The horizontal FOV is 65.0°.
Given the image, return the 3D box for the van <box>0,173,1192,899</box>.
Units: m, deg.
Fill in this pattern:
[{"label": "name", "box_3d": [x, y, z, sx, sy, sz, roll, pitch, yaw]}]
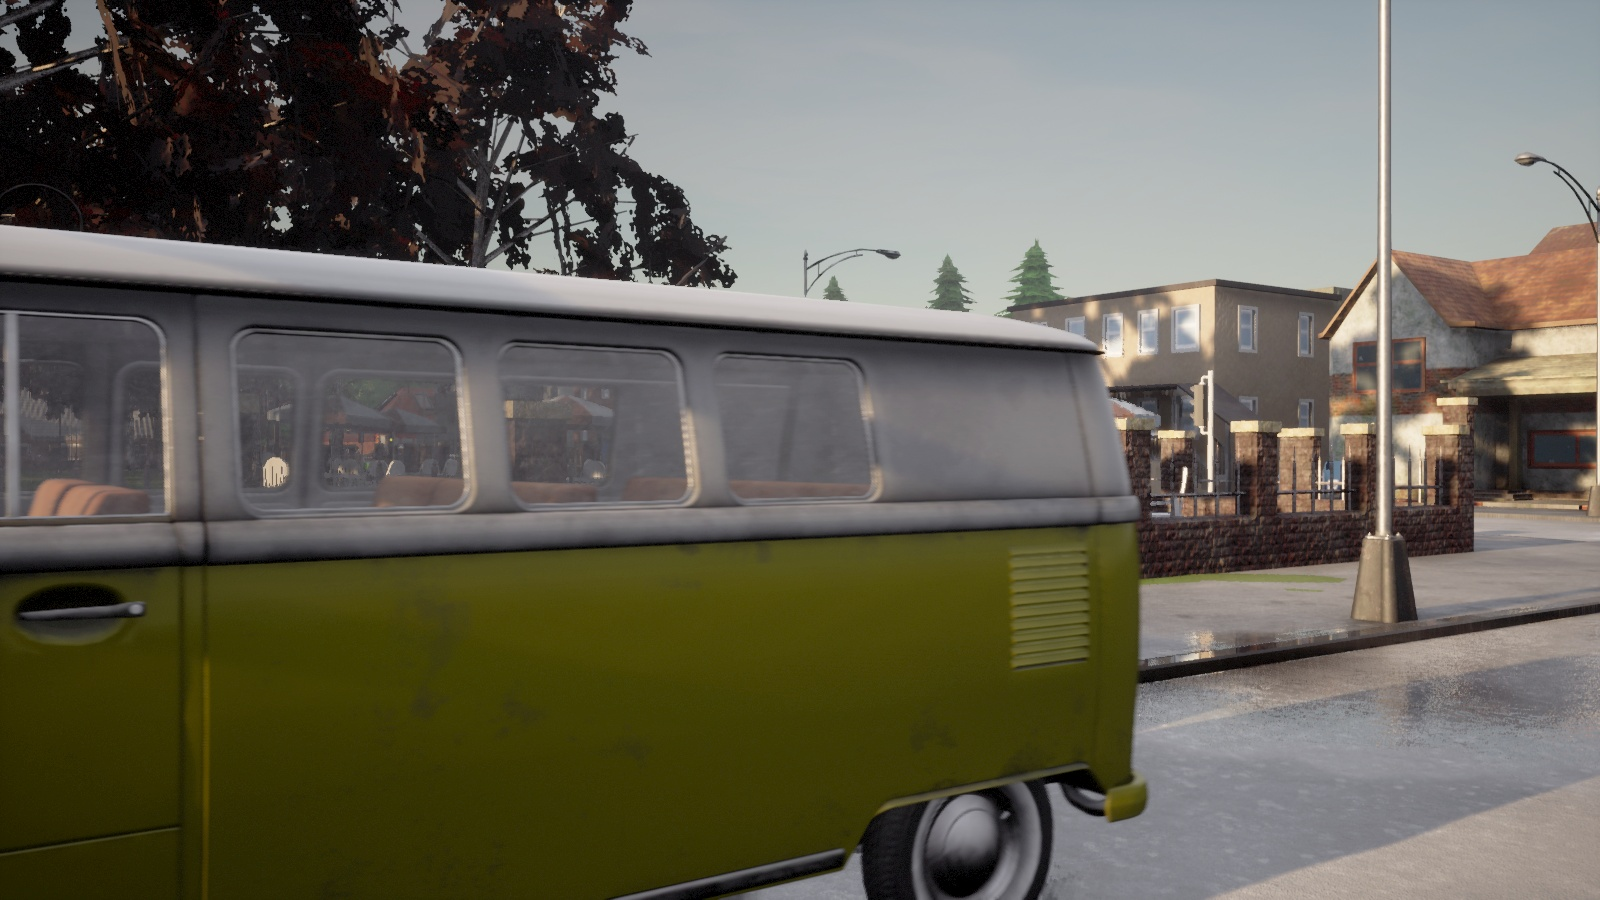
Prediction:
[{"label": "van", "box_3d": [-1.062, 0.508, 3.529, 4.442, 1.987, 1.775, 0, 0, -35]}]
